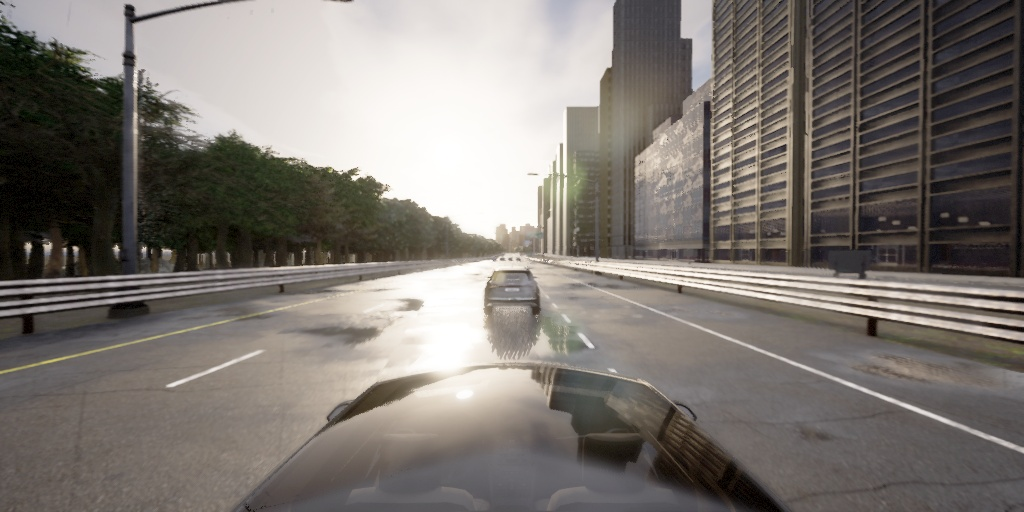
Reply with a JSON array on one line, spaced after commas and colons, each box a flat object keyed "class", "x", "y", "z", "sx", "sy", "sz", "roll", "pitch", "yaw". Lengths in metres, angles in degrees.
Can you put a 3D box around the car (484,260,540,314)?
[{"class": "car", "x": -0.003, "y": 1.146, "z": 13.831, "sx": 2.033, "sy": 1.649, "sz": 4.856, "roll": 0, "pitch": 0, "yaw": 0}]
